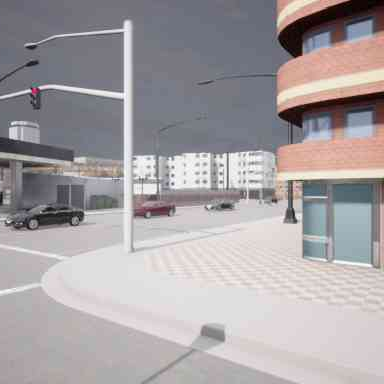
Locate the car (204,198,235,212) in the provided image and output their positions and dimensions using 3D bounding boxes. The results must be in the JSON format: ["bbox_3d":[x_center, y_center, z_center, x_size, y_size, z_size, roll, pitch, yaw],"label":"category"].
[{"bbox_3d":[3.311,1.492,39.446,2.128,1.511,4.902,0,0,35],"label":"car"}]

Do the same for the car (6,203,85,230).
[{"bbox_3d":[-9.211,1.505,21.241,1.837,1.490,4.892,0,0,34],"label":"car"}]

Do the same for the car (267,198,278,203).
[{"bbox_3d":[12.031,1.243,51.938,2.128,1.511,4.902,0,0,35],"label":"car"}]

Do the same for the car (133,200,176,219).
[{"bbox_3d":[-3.473,1.478,29.622,1.882,1.535,5.008,0,0,35],"label":"car"}]
